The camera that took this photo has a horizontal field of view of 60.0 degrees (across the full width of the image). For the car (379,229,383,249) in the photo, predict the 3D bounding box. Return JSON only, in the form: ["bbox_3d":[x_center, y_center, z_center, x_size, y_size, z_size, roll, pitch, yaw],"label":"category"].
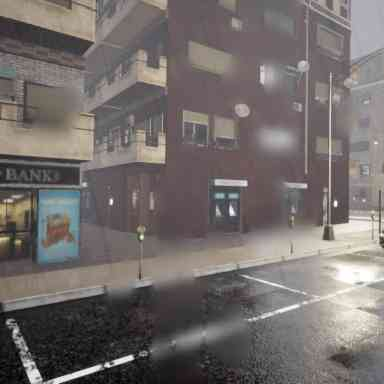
[{"bbox_3d":[9.059,1.554,13.091,4.403,1.369,2.008,0,1,-35],"label":"car"}]
